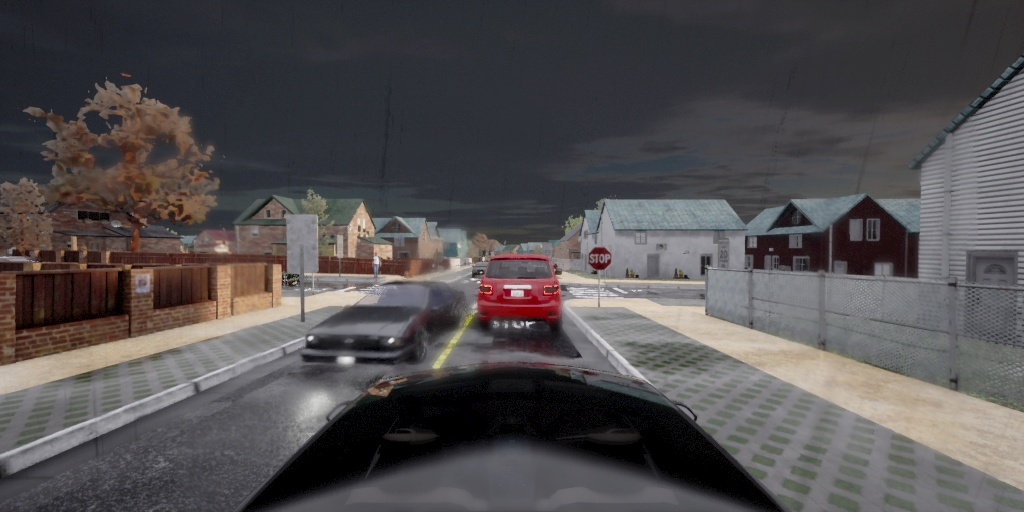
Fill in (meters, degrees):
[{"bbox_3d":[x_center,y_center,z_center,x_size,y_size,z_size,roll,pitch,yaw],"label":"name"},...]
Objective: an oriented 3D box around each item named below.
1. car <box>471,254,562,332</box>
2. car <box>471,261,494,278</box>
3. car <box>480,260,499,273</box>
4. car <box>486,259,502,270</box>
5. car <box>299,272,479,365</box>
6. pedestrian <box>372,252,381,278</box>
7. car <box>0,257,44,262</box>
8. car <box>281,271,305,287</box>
[{"bbox_3d":[0.370,0.969,11.074,2.150,2.045,5.566,0,0,5],"label":"car"},{"bbox_3d":[-2.766,1.247,34.732,1.837,1.490,4.892,0,0,0],"label":"car"},{"bbox_3d":[-2.722,1.285,44.564,2.033,1.411,5.357,0,0,1],"label":"car"},{"bbox_3d":[-2.697,1.221,54.572,2.128,1.511,4.902,0,0,0],"label":"car"},{"bbox_3d":[-2.388,1.295,8.417,2.033,1.411,5.357,0,0,6],"label":"car"},{"bbox_3d":[-9.619,0.613,25.370,0.375,1.860,0.375,0,0,1],"label":"pedestrian"},{"bbox_3d":[-27.324,0.773,19.852,4.674,1.442,1.812,1,1,1],"label":"car"},{"bbox_3d":[-14.041,1.118,19.603,4.718,1.301,1.895,1,1,1],"label":"car"}]
